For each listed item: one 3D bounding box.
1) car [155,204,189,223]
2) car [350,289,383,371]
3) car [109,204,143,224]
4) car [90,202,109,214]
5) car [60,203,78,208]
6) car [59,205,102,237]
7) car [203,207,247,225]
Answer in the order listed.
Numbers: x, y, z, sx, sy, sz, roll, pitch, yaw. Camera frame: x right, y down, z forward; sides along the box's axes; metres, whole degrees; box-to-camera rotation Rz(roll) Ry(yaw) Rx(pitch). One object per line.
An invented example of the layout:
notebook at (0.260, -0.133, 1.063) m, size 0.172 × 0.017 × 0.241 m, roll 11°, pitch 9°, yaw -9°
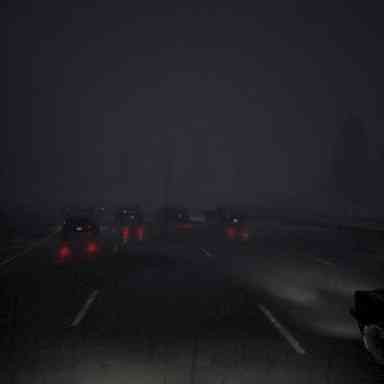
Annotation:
car at (-1.747, 1.707, 27.743) m, size 1.882 × 1.535 × 5.008 m, roll 0°, pitch 0°, yaw -19°
car at (3.358, 1.617, 2.794) m, size 1.895 × 1.301 × 4.718 m, roll 0°, pitch 0°, yaw -3°
car at (-5.255, 1.722, 27.188) m, size 2.128 × 1.511 × 4.902 m, roll 0°, pitch -1°, yaw -19°
car at (-11.208, 1.912, 39.790) m, size 1.994 × 1.385 × 4.181 m, roll 0°, pitch 0°, yaw -30°
car at (-13.562, 1.879, 37.083) m, size 2.033 × 1.411 × 5.357 m, roll 0°, pitch -1°, yaw -29°
car at (-6.297, 1.695, 19.053) m, size 1.812 × 1.442 × 4.674 m, roll 0°, pitch -1°, yaw -15°
car at (2.469, 1.810, 26.346) m, size 1.895 × 1.301 × 4.718 m, roll 0°, pitch 0°, yaw -18°
